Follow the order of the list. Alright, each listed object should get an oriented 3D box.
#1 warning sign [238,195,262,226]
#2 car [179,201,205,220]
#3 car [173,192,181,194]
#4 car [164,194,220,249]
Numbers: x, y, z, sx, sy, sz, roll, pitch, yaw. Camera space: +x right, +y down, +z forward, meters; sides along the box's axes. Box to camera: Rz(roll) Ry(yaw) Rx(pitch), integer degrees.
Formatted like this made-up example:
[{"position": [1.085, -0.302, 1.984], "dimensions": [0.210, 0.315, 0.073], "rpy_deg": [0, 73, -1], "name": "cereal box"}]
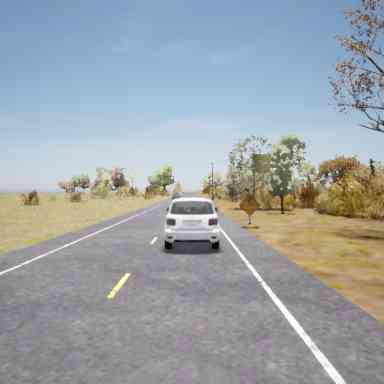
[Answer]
[{"position": [3.545, 1.108, 20.430], "dimensions": [1.300, 1.860, 1.060], "rpy_deg": [0, 0, 0], "name": "warning sign"}, {"position": [0.000, 1.550, 29.649], "dimensions": [2.033, 1.411, 5.357], "rpy_deg": [0, 0, 0], "name": "car"}, {"position": [-3.500, 1.078, 76.691], "dimensions": [2.150, 2.045, 5.566], "rpy_deg": [0, 0, 0], "name": "car"}, {"position": [0.000, 1.255, 14.680], "dimensions": [2.150, 2.045, 5.566], "rpy_deg": [0, 0, 0], "name": "car"}]
